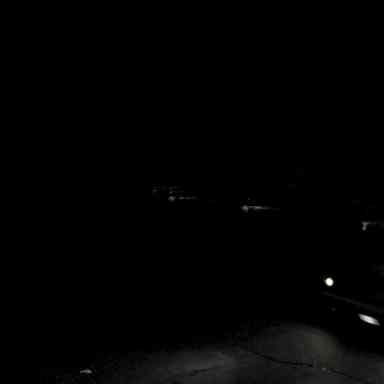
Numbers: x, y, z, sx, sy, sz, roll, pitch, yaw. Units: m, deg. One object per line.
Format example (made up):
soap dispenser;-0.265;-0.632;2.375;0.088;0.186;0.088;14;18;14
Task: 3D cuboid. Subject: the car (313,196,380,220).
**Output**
car;10.819;1.059;23.837;1.882;1.535;5.008;2;2;-29

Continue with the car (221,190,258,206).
car;4.894;0.559;34.642;1.837;1.490;4.892;2;2;-28

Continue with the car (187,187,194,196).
car;-1.498;-0.171;52.966;2.128;1.511;4.902;2;1;-29

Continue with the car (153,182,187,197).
car;-3.317;-0.448;49.740;2.150;2.045;5.566;2;1;-28

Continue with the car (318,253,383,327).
car;4.559;1.648;6.256;4.718;1.301;1.895;1;0;-32

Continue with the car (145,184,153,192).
car;-7.581;-0.717;64.066;2.128;1.511;4.902;2;2;-29
